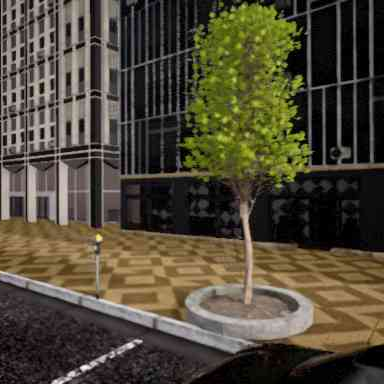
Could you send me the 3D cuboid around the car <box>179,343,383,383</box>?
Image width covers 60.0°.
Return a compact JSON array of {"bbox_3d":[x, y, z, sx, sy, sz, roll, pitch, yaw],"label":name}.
[{"bbox_3d":[1.676,1.565,1.681,4.313,1.339,1.947,0,0,36],"label":"car"}]
